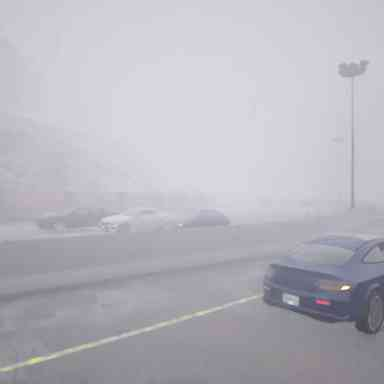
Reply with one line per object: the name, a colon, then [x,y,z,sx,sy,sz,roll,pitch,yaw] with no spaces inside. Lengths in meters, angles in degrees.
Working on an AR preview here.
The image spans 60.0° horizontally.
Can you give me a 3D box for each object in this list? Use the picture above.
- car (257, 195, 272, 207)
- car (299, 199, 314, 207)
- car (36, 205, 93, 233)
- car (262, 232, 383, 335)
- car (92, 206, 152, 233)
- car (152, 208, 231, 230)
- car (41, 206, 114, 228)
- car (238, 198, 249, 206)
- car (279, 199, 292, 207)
car: [12.585,1.558,57.903,2.150,2.045,5.566,0,0,9]
car: [19.396,1.890,56.489,1.994,1.385,4.181,0,0,10]
car: [-7.135,1.602,21.075,5.008,1.535,1.882,0,0,-43]
car: [3.343,1.566,6.828,4.674,1.442,1.812,0,0,-40]
car: [-3.245,1.643,19.940,4.674,1.442,1.812,0,0,-45]
car: [0.299,1.634,18.531,1.812,1.442,4.674,0,0,44]
car: [-8.384,1.746,24.588,4.718,1.301,1.895,0,0,-44]
car: [9.616,1.893,62.547,1.812,1.442,4.674,0,0,5]
car: [16.020,1.879,57.218,2.033,1.411,5.357,0,0,10]
